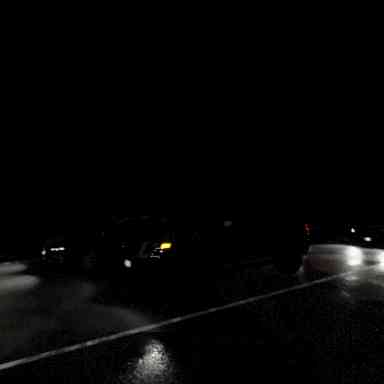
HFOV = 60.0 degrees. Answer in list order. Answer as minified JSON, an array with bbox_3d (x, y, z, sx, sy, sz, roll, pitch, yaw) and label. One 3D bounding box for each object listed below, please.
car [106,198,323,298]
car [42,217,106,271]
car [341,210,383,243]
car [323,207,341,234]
[{"bbox_3d":[0.839,1.211,8.911,5.566,2.045,2.150,0,0,-36],"label":"car"},{"bbox_3d":[-2.283,1.499,10.980,4.892,1.490,1.837,0,0,-36],"label":"car"},{"bbox_3d":[9.247,1.511,14.982,5.357,1.411,2.033,0,0,-36],"label":"car"},{"bbox_3d":[6.577,1.514,17.366,5.357,1.411,2.033,0,0,-36],"label":"car"}]
